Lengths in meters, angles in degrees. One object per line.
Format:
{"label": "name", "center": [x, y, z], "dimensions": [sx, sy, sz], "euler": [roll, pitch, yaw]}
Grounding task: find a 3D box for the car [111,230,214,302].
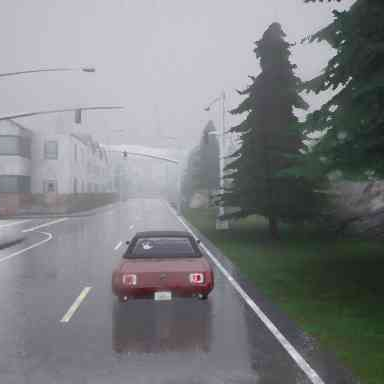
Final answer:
{"label": "car", "center": [-0.706, 1.601, 8.251], "dimensions": [1.895, 1.301, 4.718], "euler": [0, 0, -5]}
